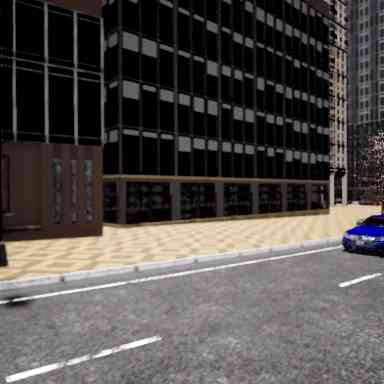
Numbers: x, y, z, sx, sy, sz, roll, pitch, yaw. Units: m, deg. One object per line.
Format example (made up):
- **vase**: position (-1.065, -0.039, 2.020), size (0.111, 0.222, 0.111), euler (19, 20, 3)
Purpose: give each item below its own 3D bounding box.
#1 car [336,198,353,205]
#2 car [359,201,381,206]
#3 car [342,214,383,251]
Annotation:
- **car**: position (32.888, 2.090, 72.741), size (1.947, 1.339, 4.313), euler (0, 0, -41)
- **car**: position (36.561, 2.154, 68.404), size (1.802, 1.307, 4.206), euler (0, 0, -41)
- **car**: position (8.149, 1.686, 13.973), size (4.674, 1.442, 1.812), euler (1, 0, -39)
